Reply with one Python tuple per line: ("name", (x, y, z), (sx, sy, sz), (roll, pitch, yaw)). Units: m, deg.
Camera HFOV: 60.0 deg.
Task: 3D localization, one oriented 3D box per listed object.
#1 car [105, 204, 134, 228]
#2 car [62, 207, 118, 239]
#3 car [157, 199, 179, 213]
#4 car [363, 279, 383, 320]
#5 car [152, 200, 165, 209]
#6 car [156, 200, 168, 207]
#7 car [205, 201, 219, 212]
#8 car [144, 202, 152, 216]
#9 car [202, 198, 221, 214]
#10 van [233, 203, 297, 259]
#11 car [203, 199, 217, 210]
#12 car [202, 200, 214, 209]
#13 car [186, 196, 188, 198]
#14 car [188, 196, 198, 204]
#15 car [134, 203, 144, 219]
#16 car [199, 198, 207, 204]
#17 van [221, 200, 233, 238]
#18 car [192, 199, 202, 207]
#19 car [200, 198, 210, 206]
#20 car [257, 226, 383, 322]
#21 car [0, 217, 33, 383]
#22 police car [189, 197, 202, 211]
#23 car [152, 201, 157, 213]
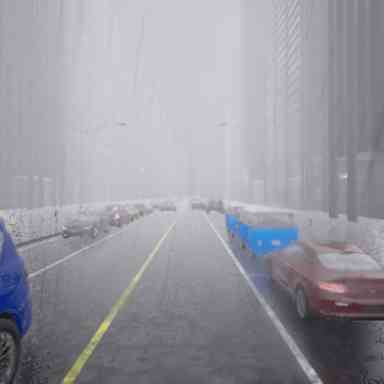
("car", (-5.759, 1.675, 24.163), (1.967, 1.590, 4.097), (0, -1, 0))
("car", (-5.760, 1.731, 18.485), (2.008, 1.369, 4.403), (0, -1, 0))
("car", (-3.081, 1.990, 43.934), (1.994, 1.385, 4.181), (0, -1, 0))
("car", (2.763, 1.597, 1.454), (1.802, 1.307, 4.206), (0, -1, 0))
("car", (-5.755, 2.092, 58.055), (1.752, 1.417, 4.829), (0, -1, 0))
("car", (-5.754, 2.170, 63.901), (1.887, 1.381, 4.507), (0, -1, 0))
("car", (2.769, 1.981, 47.044), (1.752, 1.417, 4.829), (0, -1, 0))
("car", (-5.757, 1.910, 35.516), (1.947, 1.339, 4.313), (0, -1, 0))
("car", (2.768, 1.714, 41.198), (2.192, 1.841, 5.009), (0, -1, 0))
("van", (2.765, 1.466, 12.811), (1.690, 1.788, 3.998), (0, -1, 0))
("car", (2.770, 1.951, 52.552), (1.967, 1.590, 4.097), (0, -1, 0))
("car", (2.770, 2.112, 58.228), (1.887, 1.381, 4.507), (0, -1, 0))
("car", (0.012, 2.289, 84.137), (2.128, 1.511, 4.902), (0, -1, 0))
("car", (0.774, 1.931, 59.359), (2.097, 1.767, 4.553), (0, -1, -1))
("car", (-5.758, 1.813, 29.669), (1.752, 1.417, 4.829), (0, -1, 0))
("car", (2.774, 2.301, 86.615), (1.967, 1.590, 4.097), (0, -1, 0))
("van", (2.765, 1.521, 18.489), (1.690, 1.788, 3.998), (0, -1, 0))
("car", (0.909, 2.098, 65.593), (1.801, 1.575, 5.366), (0, -1, 0))
("car", (2.772, 2.124, 69.583), (1.967, 1.590, 4.097), (0, -1, 0))
("car", (2.764, 1.652, 7.131), (1.802, 1.307, 4.206), (0, -1, 0))
("car", (-3.099, 1.242, 2.005), (2.150, 2.045, 5.566), (0, -1, 0))
("police car", (0.907, 1.906, 49.514), (1.930, 1.638, 5.238), (0, -1, 0))
("car", (-5.757, 1.923, 41.023), (1.752, 1.417, 4.829), (0, -1, 0))
